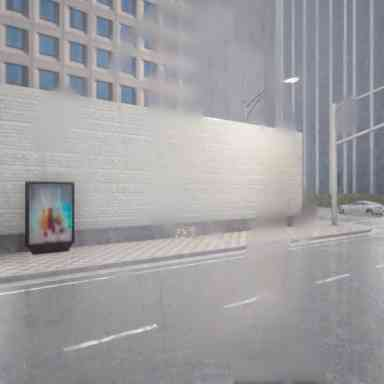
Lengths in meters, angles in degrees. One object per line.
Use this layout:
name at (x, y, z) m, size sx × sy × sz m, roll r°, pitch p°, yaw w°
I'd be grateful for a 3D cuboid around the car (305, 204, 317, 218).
car at (9.053, 1.533, 30.755) m, size 1.882 × 1.535 × 5.008 m, roll 0°, pitch 0°, yaw -36°

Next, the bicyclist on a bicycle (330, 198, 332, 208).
bicyclist on a bicycle at (18.659, 1.356, 43.935) m, size 1.656 × 1.620 × 0.582 m, roll 0°, pitch 0°, yaw -36°

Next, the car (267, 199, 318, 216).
car at (10.434, 1.547, 34.841) m, size 2.128 × 1.511 × 4.902 m, roll 0°, pitch 0°, yaw -36°

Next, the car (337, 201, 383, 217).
car at (16.553, 1.581, 32.626) m, size 1.812 × 1.442 × 4.674 m, roll 0°, pitch 0°, yaw -36°
